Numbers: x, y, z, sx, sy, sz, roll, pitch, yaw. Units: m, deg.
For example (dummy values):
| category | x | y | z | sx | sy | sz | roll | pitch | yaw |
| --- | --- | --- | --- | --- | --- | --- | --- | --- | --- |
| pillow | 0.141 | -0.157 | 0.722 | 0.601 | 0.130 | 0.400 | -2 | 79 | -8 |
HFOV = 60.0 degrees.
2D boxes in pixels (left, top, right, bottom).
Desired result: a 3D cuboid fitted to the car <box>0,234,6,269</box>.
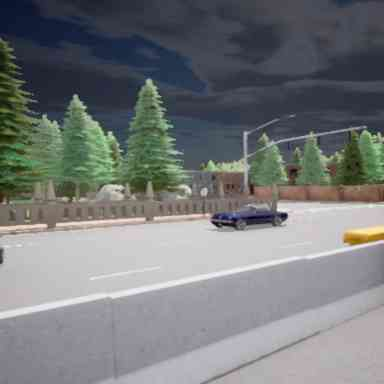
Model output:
| category | x | y | z | sx | sy | sz | roll | pitch | yaw |
| --- | --- | --- | --- | --- | --- | --- | --- | --- | --- |
| car | -7.044 | 1.514 | 7.559 | 4.892 | 1.490 | 1.837 | 0 | 0 | -35 |

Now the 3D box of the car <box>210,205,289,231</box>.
| category | x | y | z | sx | sy | sz | roll | pitch | yaw |
| --- | --- | --- | --- | --- | --- | --- | --- | --- | --- |
| car | 3.333 | 1.409 | 19.162 | 4.718 | 1.301 | 1.895 | -1 | 1 | -35 |
